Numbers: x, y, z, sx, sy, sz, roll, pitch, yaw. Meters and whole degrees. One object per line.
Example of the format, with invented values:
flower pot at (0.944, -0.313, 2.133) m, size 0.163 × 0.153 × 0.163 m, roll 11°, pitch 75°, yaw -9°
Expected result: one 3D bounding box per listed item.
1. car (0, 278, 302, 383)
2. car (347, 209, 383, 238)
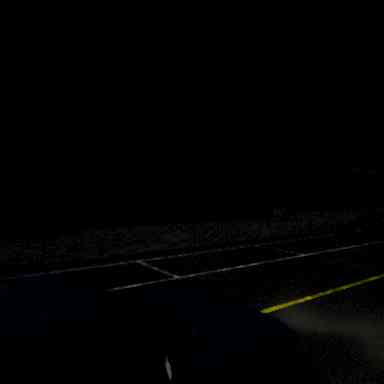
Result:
car at (-1.218, 1.478, 2.565) m, size 5.008 × 1.535 × 1.882 m, roll 0°, pitch 0°, yaw -36°
car at (9.998, 1.567, 17.645) m, size 4.313 × 1.339 × 1.947 m, roll 0°, pitch 0°, yaw -36°
